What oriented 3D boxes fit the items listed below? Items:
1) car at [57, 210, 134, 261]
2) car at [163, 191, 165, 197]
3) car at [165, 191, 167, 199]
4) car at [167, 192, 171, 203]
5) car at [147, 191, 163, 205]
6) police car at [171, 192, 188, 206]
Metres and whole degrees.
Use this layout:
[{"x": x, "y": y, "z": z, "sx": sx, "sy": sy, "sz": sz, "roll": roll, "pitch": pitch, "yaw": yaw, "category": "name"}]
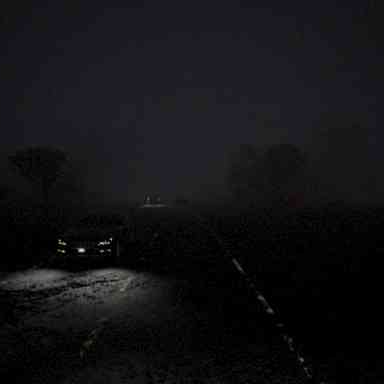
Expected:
[{"x": -3.314, "y": 1.452, "z": 12.210, "sx": 1.837, "sy": 1.490, "sz": 4.892, "roll": 0, "pitch": 0, "yaw": -2, "category": "car"}, {"x": -7.178, "y": 0.746, "z": 83.009, "sx": 2.150, "sy": 2.045, "sz": 5.566, "roll": 0, "pitch": 0, "yaw": -10, "category": "car"}, {"x": -3.571, "y": 0.951, "z": 65.147, "sx": 2.150, "sy": 2.045, "sz": 5.566, "roll": 0, "pitch": 0, "yaw": -8, "category": "car"}, {"x": -2.791, "y": 1.102, "z": 59.109, "sx": 2.097, "sy": 1.767, "sz": 4.553, "roll": 0, "pitch": 0, "yaw": -7, "category": "car"}, {"x": -6.178, "y": 1.130, "z": 53.674, "sx": 2.097, "sy": 1.767, "sz": 4.553, "roll": 0, "pitch": 0, "yaw": -6, "category": "car"}, {"x": -1.681, "y": 1.215, "z": 49.262, "sx": 1.930, "sy": 1.638, "sz": 5.238, "roll": 0, "pitch": 0, "yaw": -6, "category": "police car"}]
